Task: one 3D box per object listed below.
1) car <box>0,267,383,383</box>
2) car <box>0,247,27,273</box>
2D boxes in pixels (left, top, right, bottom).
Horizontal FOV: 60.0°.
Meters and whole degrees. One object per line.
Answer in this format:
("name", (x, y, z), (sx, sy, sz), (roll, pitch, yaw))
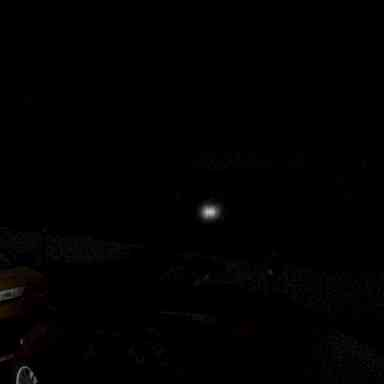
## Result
("car", (0.011, 1.581, 3.070), (4.206, 1.307, 1.802), (0, 1, 36))
("car", (-4.670, 1.523, 6.419), (4.829, 1.417, 1.752), (0, 1, 36))
